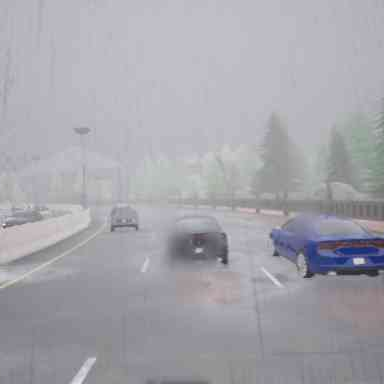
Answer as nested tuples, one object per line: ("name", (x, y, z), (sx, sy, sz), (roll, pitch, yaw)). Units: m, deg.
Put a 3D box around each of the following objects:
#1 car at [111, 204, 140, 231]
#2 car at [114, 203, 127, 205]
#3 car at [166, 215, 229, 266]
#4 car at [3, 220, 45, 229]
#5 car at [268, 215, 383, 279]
("car", (-4.596, 1.846, 23.058), (2.033, 1.411, 5.357), (-2, 0, -9))
("car", (-8.034, 1.981, 37.627), (1.882, 1.535, 5.008), (-2, 0, -19))
("car", (0.095, 1.550, 12.008), (1.882, 1.535, 5.008), (-2, 0, -3))
("car", (-12.133, 2.061, 24.274), (1.837, 1.490, 4.892), (-2, 0, -11))
("car", (3.700, 1.418, 9.955), (1.882, 1.535, 5.008), (-2, 0, -1))
